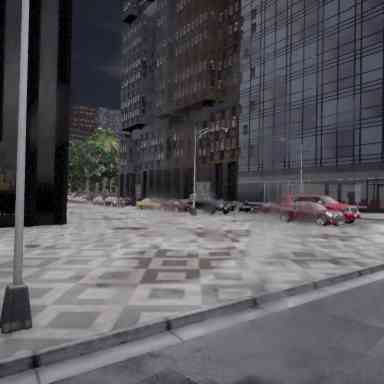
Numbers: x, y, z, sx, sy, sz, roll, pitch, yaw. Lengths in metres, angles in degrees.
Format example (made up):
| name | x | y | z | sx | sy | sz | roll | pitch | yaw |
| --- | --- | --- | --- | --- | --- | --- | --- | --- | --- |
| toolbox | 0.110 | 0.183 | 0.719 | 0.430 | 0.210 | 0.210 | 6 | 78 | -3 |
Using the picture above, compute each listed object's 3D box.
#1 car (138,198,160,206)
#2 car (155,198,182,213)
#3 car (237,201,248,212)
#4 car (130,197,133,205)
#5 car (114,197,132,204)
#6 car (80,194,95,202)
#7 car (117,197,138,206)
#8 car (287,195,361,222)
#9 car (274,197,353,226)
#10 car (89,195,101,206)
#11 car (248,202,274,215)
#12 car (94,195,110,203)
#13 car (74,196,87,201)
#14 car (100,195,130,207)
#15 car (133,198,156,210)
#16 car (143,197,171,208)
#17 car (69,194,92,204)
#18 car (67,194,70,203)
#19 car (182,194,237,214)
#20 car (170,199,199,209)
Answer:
| name | x | y | z | sx | sy | sz | roll | pitch | yaw |
| --- | --- | --- | --- | --- | --- | --- | --- | --- | --- |
| car | -7.546 | 1.722 | 57.988 | 2.008 | 1.369 | 4.403 | 2 | -1 | -36 |
| car | -1.702 | 1.482 | 35.185 | 1.887 | 1.381 | 4.507 | 2 | -1 | -36 |
| car | 5.230 | 1.727 | 40.141 | 1.947 | 1.339 | 4.313 | 2 | -1 | -36 |
| car | -10.502 | 1.567 | 52.209 | 2.033 | 1.411 | 5.357 | 2 | -1 | -35 |
| car | -13.934 | 1.737 | 66.910 | 1.947 | 1.339 | 4.313 | 2 | -1 | -36 |
| car | -26.704 | 1.485 | 84.759 | 2.192 | 1.841 | 5.009 | 2 | -1 | -36 |
| car | -11.415 | 1.625 | 58.650 | 1.812 | 1.442 | 4.674 | 2 | -1 | -36 |
| car | 9.297 | 1.220 | 24.411 | 2.150 | 2.045 | 5.566 | 2 | -1 | -36 |
| car | 7.866 | 1.368 | 21.826 | 1.967 | 1.590 | 4.097 | 2 | -1 | -37 |
| car | -14.481 | 1.530 | 53.033 | 1.802 | 1.307 | 4.206 | 2 | -1 | -36 |
| car | 8.424 | 1.740 | 35.680 | 1.802 | 1.307 | 4.206 | 2 | -1 | -36 |
| car | -20.494 | 1.514 | 75.437 | 2.097 | 1.767 | 4.553 | 2 | -1 | -36 |
| car | -30.002 | 1.695 | 89.356 | 1.752 | 1.417 | 4.829 | 2 | -1 | -36 |
| car | -11.283 | 1.387 | 48.573 | 1.967 | 1.590 | 4.097 | 2 | -1 | -36 |
| car | -4.797 | 1.466 | 39.509 | 1.752 | 1.417 | 4.829 | 2 | -1 | -36 |
| car | -5.325 | 1.590 | 50.216 | 2.128 | 1.511 | 4.902 | 2 | -1 | -35 |
| car | -20.770 | 1.473 | 61.820 | 1.752 | 1.417 | 4.829 | 2 | -1 | -36 |
| car | -24.061 | 1.387 | 66.422 | 1.967 | 1.590 | 4.097 | 2 | -1 | -36 |
| car | 1.732 | 1.224 | 34.967 | 2.150 | 2.045 | 5.566 | 2 | -1 | -36 |
| car | -1.158 | 1.719 | 49.064 | 2.008 | 1.369 | 4.403 | 2 | -1 | -36 |
